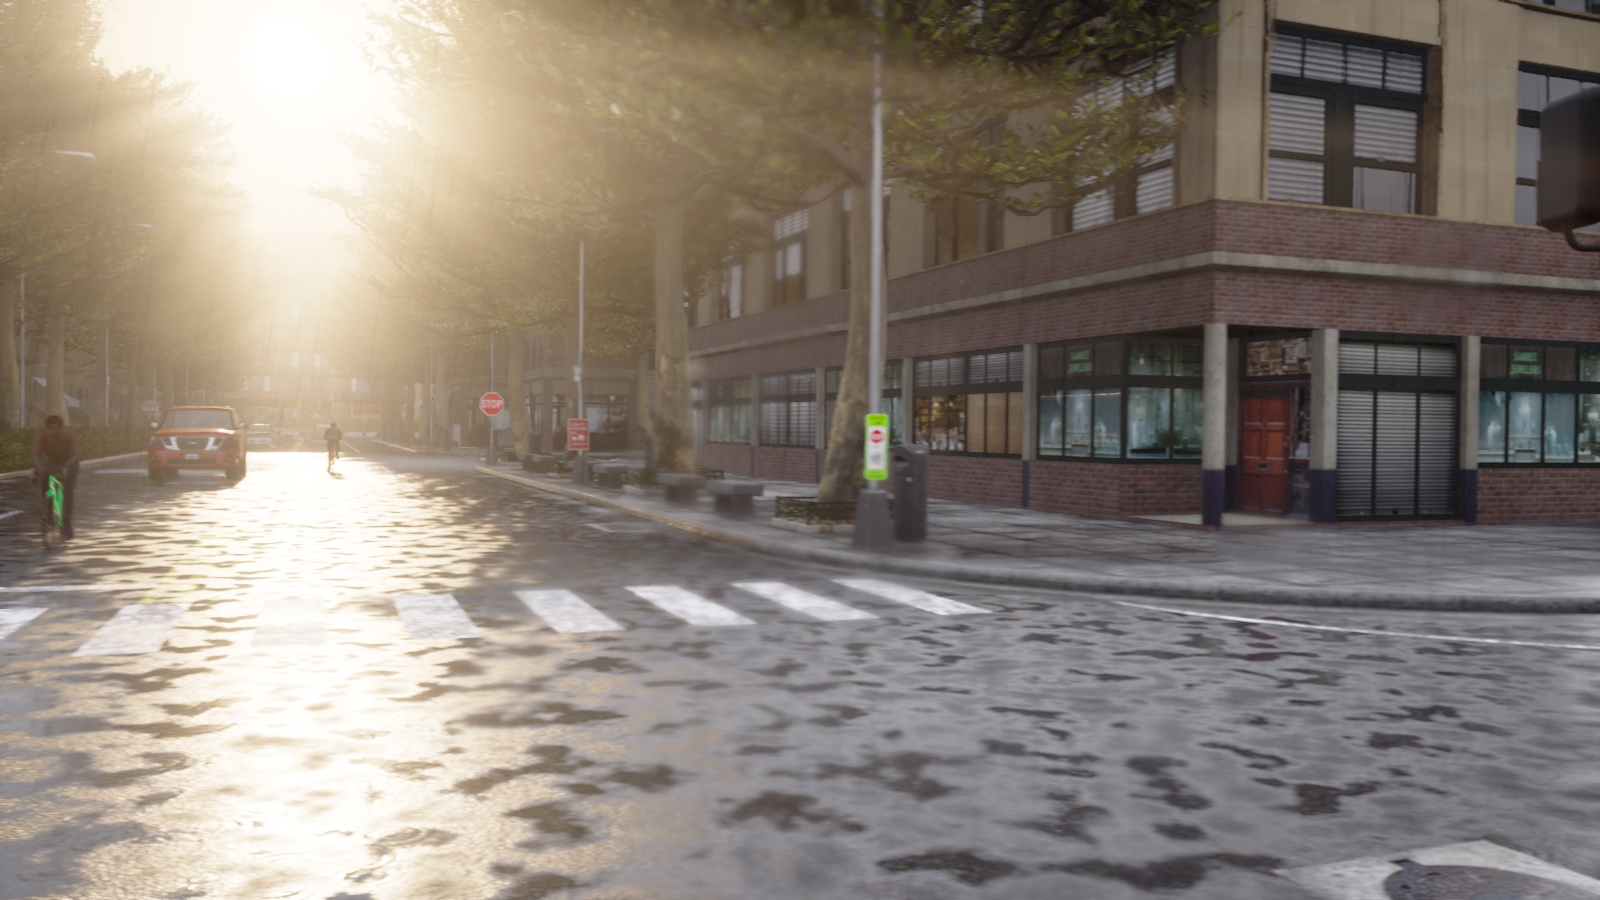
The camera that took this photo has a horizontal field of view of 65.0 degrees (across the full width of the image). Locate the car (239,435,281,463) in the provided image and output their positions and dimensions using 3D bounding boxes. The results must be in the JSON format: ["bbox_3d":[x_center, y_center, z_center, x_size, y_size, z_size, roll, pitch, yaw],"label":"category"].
[{"bbox_3d":[-30.743,-0.088,71.608,2.007,1.525,4.514,-1,1,-21],"label":"car"}]

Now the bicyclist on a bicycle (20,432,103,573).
[{"bbox_3d":[-9.059,0.597,15.456,0.582,1.620,1.656,-1,1,-21],"label":"bicyclist on a bicycle"}]

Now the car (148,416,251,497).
[{"bbox_3d":[-16.602,0.127,34.981,2.150,2.045,5.566,-1,1,-21],"label":"car"}]

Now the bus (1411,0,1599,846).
[{"bbox_3d":[7.955,-0.756,5.647,10.273,4.253,3.944,-1,1,-27],"label":"bus"}]
